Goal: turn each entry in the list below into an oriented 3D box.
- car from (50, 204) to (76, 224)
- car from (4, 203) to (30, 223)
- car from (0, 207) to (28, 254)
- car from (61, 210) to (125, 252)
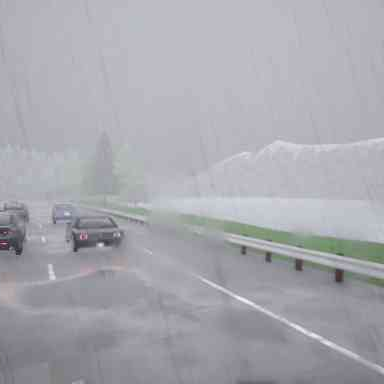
[{"bbox_3d":[-10.157,1.652,26.347,2.033,1.411,5.357,0,0,-25],"label":"car"},{"bbox_3d":[-14.216,1.606,26.761,2.128,1.511,4.902,0,0,-25],"label":"car"},{"bbox_3d":[-7.733,1.564,13.270,1.837,1.490,4.892,0,0,-25],"label":"car"},{"bbox_3d":[-4.306,1.654,14.205,1.895,1.301,4.718,0,0,-25],"label":"car"}]
